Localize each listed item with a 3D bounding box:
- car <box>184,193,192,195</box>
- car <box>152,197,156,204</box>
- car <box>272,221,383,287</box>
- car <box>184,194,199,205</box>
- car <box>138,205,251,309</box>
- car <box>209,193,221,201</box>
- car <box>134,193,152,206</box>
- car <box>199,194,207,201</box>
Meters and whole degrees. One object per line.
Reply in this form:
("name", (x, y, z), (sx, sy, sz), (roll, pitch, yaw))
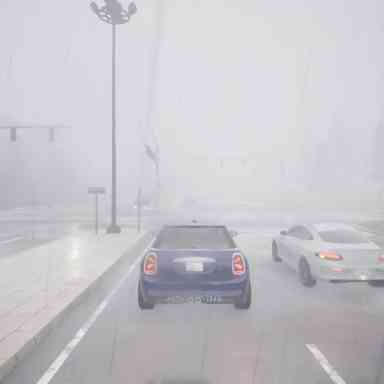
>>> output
("car", (-0.777, 1.489, 85.342), (1.837, 1.490, 4.892), (0, 0, -1))
("car", (-8.464, 1.564, 65.614), (1.994, 1.385, 4.181), (0, 0, 0))
("car", (3.561, 1.526, 9.222), (1.812, 1.442, 4.674), (0, 0, 0))
("car", (-0.244, 1.526, 54.838), (1.812, 1.442, 4.674), (0, 0, -1))
("car", (0.058, 1.352, 8.018), (2.097, 1.767, 4.553), (0, 0, 0))
("car", (6.228, 1.215, 85.139), (2.150, 2.045, 5.566), (0, 0, -1))
("car", (-8.343, 1.352, 55.668), (2.097, 1.767, 4.553), (0, 0, -1))
("car", (2.723, 1.513, 85.405), (1.812, 1.442, 4.674), (0, 0, -1))
